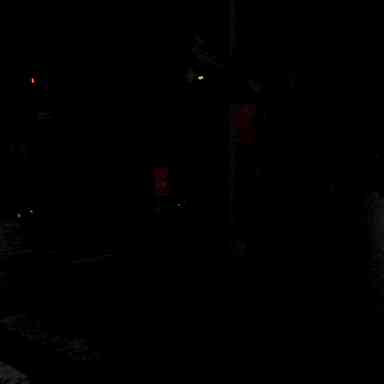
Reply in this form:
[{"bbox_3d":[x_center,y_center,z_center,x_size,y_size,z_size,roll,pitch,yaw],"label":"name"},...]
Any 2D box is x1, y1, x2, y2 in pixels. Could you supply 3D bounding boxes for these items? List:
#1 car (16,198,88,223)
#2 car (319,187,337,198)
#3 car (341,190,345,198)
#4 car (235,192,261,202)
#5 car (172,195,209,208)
[{"bbox_3d":[-9.619,1.212,23.187,2.128,1.511,4.902,0,1,35],"label":"car"},{"bbox_3d":[24.951,0.105,61.056,2.150,2.045,5.566,0,1,35],"label":"car"},{"bbox_3d":[28.202,0.378,60.027,1.837,1.490,4.892,0,1,34],"label":"car"},{"bbox_3d":[8.366,0.731,48.870,2.033,1.411,5.357,0,1,35],"label":"car"},{"bbox_3d":[-0.092,1.030,36.845,1.895,1.301,4.718,0,1,35],"label":"car"}]
